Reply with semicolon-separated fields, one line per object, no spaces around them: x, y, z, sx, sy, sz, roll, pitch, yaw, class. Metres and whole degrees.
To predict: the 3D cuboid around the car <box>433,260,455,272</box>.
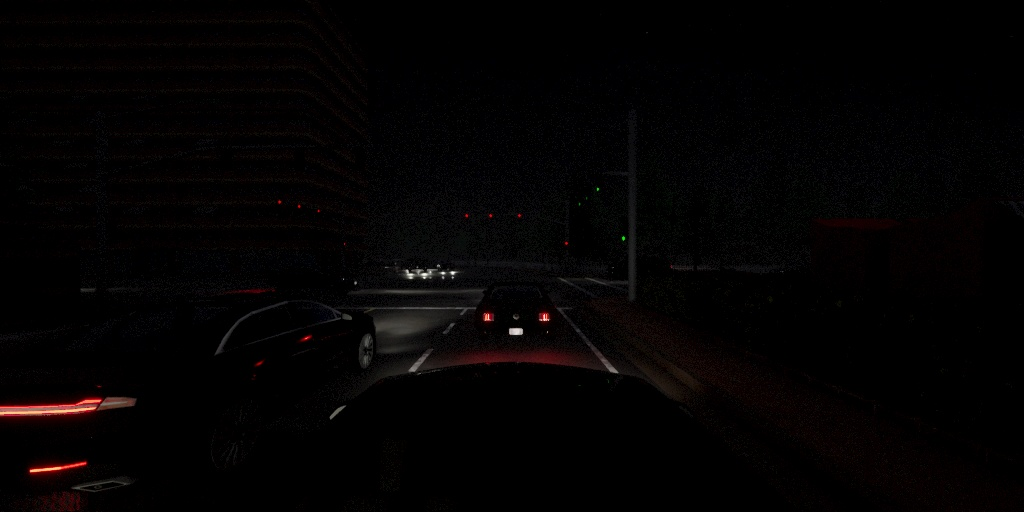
-8.870;1.297;47.747;2.033;1.411;5.357;0;0;-18;car

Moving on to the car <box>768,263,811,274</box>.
24.989;1.331;31.196;4.674;1.442;1.812;0;0;0;car

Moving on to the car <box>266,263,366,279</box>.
-11.548;1.288;20.852;4.902;1.511;2.128;0;0;1;car

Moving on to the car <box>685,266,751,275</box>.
15.646;1.406;27.799;4.718;1.301;1.895;0;0;1;car

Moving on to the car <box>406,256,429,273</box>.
-11.794;0.971;44.803;2.150;2.045;5.566;0;0;-15;car

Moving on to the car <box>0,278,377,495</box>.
-3.426;1.242;4.729;2.128;1.511;4.902;0;0;0;car

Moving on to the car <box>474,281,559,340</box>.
0.113;1.351;9.993;1.895;1.301;4.718;0;0;1;car

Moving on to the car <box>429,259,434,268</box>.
-12.891;1.255;56.433;1.837;1.490;4.892;0;0;-32;car

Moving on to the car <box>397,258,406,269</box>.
-15.360;1.276;53.778;1.812;1.442;4.674;0;0;-31;car

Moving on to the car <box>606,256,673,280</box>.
11.090;1.028;31.359;5.566;2.045;2.150;0;0;1;car
